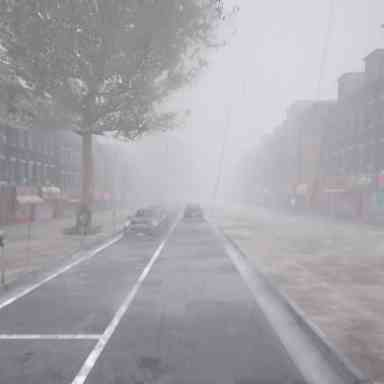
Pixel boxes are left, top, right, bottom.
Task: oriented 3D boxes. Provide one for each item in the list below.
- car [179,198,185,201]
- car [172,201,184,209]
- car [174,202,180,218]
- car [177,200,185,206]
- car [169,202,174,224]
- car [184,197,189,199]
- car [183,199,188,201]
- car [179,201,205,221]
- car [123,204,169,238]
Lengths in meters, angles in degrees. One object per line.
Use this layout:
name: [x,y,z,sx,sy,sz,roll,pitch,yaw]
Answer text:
car: [-2.583,2.156,52.071,1.967,1.590,4.097,-1,-1,0]
car: [-2.566,2.415,63.139,2.008,1.369,4.403,-1,-1,0]
car: [-2.603,2.040,35.467,1.802,1.307,4.206,-1,-1,0]
car: [-2.543,2.633,79.743,1.802,1.307,4.206,-1,-1,0]
car: [-2.617,1.725,24.408,1.967,1.590,4.097,-1,-1,0]
car: [-2.529,2.711,90.810,1.887,1.381,4.507,-1,-1,0]
car: [0.146,2.061,42.279,2.128,1.511,4.902,0,-1,1]
car: [0.137,1.876,30.897,2.128,1.511,4.902,0,-1,0]
car: [-2.623,1.649,18.876,1.967,1.590,4.097,-1,-1,0]
